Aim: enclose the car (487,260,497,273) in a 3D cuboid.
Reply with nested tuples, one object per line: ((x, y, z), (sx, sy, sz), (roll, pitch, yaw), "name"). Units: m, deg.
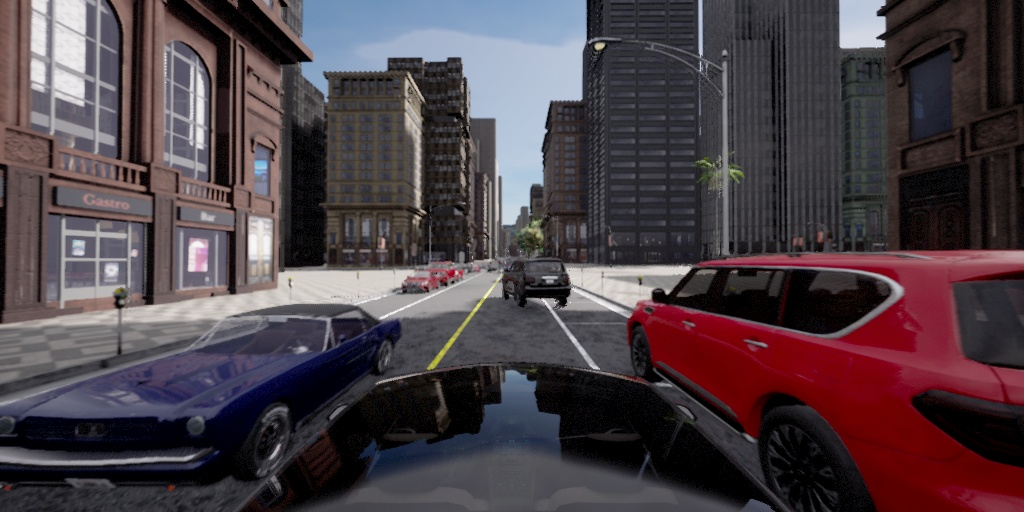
((-2.790, 1.786, 56.014), (1.837, 1.490, 4.892), (0, -1, 1), "car")

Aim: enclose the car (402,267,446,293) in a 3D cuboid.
((-5.671, 1.562, 22.786), (1.802, 1.307, 4.207), (0, 0, 0), "car")

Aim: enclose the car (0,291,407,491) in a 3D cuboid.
((-3.090, 1.385, 4.841), (1.895, 1.301, 4.718), (0, -1, 0), "car")

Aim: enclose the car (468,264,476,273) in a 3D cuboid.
((-7.291, 1.595, 46.809), (4.403, 1.370, 2.007), (0, 0, -9), "car")

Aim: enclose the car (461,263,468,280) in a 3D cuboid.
((-5.623, 1.528, 33.388), (1.967, 1.591, 4.097), (0, 0, 0), "car")

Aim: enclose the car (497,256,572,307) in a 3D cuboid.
((0.961, 1.137, 16.831), (2.150, 2.045, 5.566), (0, -1, -12), "car")

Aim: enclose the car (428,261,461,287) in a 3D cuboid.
((-5.647, 1.351, 28.086), (2.192, 1.841, 5.009), (0, 0, 0), "car")

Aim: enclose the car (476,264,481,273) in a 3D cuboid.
((-5.536, 1.837, 52.718), (1.802, 1.307, 4.207), (0, 0, 0), "car")

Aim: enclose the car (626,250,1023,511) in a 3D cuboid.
((3.113, 0.997, 4.109), (2.150, 2.045, 5.566), (0, -1, 0), "car")
